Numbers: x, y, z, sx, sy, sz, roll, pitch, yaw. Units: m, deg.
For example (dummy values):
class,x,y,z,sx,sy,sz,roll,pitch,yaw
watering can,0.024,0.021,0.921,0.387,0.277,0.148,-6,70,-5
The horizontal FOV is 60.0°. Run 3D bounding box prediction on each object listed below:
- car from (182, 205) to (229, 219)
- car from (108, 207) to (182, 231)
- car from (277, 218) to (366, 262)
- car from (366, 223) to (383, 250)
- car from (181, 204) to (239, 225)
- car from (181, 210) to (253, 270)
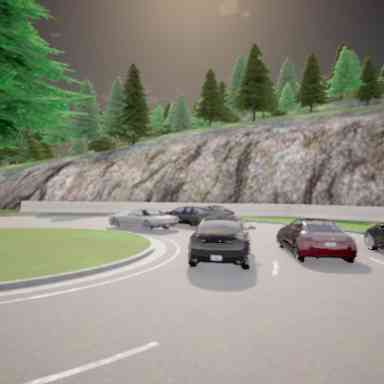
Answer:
class,x,y,z,sx,sy,sz,roll,pitch,yaw
car,-0.199,1.698,23.515,5.357,1.411,2.033,0,0,40
car,-3.229,1.712,21.339,4.718,1.301,1.895,0,0,36
car,4.620,1.686,12.805,1.994,1.385,4.181,1,0,3
car,8.083,1.653,12.124,1.837,1.490,4.892,1,0,4
car,1.415,1.748,26.599,4.181,1.385,1.994,0,0,37
car,1.095,1.588,11.528,1.837,1.490,4.892,0,0,10
